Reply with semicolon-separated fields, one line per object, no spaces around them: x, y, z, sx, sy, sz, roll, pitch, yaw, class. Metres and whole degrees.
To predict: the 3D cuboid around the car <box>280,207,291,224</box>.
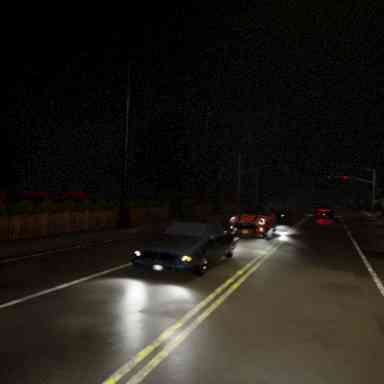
7.444;2.004;28.968;1.895;1.301;4.718;2;0;22;car

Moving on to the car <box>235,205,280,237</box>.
3.712;1.587;19.846;2.097;1.767;4.553;2;0;22;car

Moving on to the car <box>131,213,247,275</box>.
0.127;1.620;11.095;2.033;1.411;5.357;2;0;22;car

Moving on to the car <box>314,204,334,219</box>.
15.018;2.192;37.743;1.837;1.490;4.892;2;0;22;car
